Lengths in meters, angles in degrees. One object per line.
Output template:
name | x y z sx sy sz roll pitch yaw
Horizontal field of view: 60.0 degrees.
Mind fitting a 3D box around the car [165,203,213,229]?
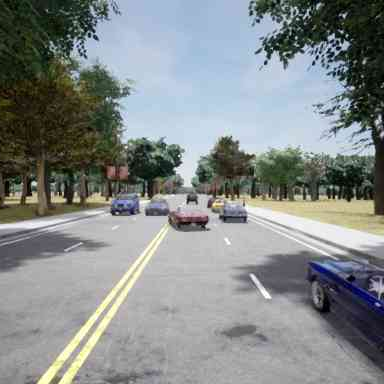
car | -0.341 1.620 21.911 1.895 1.301 4.718 0 0 -12

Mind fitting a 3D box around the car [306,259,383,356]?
car | 3.250 1.602 4.727 1.895 1.301 4.718 0 0 0

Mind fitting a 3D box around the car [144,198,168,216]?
car | -3.348 1.382 32.513 2.097 1.767 4.553 0 0 0

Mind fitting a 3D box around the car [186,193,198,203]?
car | 0.061 1.305 65.982 2.150 2.045 5.566 0 -1 1

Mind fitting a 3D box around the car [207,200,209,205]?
car | 3.252 1.485 48.697 2.033 1.649 4.856 0 0 0

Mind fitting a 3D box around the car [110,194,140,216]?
car | -6.600 1.251 33.513 2.150 2.045 5.566 0 0 0

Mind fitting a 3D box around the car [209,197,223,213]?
car | 3.251 1.493 37.887 1.801 1.575 5.366 0 0 0

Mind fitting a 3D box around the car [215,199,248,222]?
car | 3.252 1.572 26.696 2.033 1.411 5.357 0 0 0
